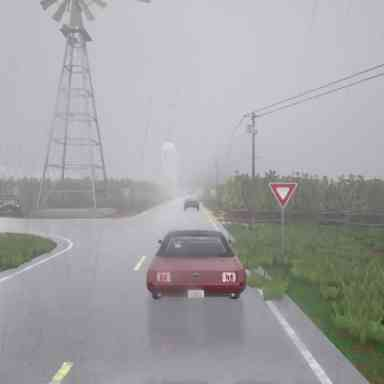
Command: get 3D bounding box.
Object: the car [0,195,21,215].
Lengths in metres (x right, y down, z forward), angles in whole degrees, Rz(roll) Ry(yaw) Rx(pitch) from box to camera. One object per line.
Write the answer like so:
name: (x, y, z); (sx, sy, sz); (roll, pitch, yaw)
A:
car: (-17.339, 1.216, 31.454); (1.905, 1.878, 3.866); (0, 0, -31)

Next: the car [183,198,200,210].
car: (-0.056, 1.502, 42.584); (1.837, 1.490, 4.892); (0, 0, 0)

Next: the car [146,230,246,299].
car: (0.070, 1.600, 8.376); (1.895, 1.301, 4.718); (0, 0, 0)
